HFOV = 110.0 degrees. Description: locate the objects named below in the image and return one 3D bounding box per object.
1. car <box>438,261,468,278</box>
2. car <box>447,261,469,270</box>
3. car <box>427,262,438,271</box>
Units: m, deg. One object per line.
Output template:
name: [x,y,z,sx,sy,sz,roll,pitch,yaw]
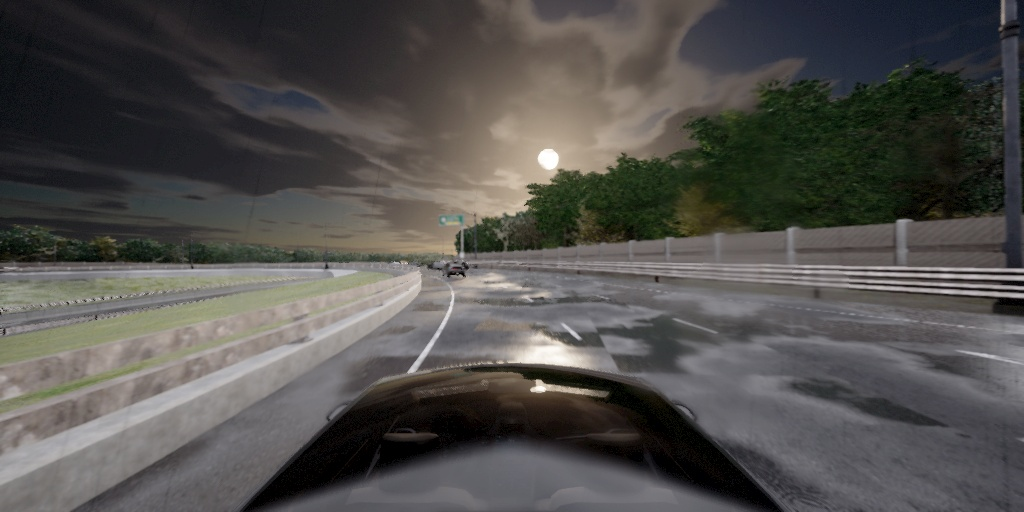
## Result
car: [-6.070,1.432,36.840,1.837,1.490,4.892,-1,0,-20]
car: [-8.877,1.525,59.000,1.837,1.490,4.892,0,0,-31]
car: [-12.293,1.640,57.889,1.994,1.385,4.181,-1,0,-32]
